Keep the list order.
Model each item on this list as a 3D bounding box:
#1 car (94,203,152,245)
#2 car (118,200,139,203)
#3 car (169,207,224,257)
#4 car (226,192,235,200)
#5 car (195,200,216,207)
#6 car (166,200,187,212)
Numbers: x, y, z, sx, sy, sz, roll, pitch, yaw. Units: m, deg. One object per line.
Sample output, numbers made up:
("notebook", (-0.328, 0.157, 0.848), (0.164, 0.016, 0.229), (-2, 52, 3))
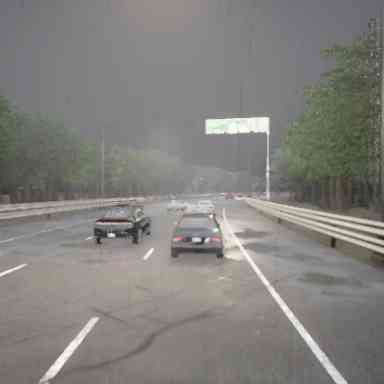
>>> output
("car", (-3.065, 1.475, 15.525), (2.128, 1.511, 4.902), (0, 0, 2))
("car", (-5.739, 1.470, 30.653), (1.837, 1.490, 4.892), (0, 0, 5))
("car", (0.230, 1.540, 12.861), (2.033, 1.411, 5.357), (0, 0, 2))
("car", (10.914, 1.119, 95.035), (2.150, 2.045, 5.566), (0, 0, 13))
("car", (1.284, 1.507, 31.379), (1.812, 1.442, 4.674), (0, 0, 4))
("car", (-1.635, 1.567, 37.915), (1.895, 1.301, 4.718), (0, 0, 5))
